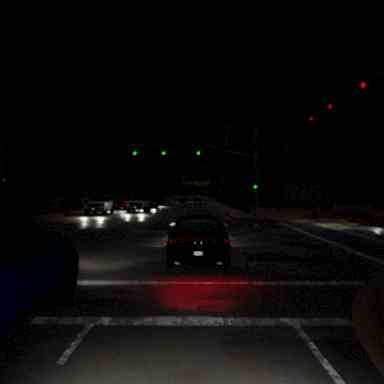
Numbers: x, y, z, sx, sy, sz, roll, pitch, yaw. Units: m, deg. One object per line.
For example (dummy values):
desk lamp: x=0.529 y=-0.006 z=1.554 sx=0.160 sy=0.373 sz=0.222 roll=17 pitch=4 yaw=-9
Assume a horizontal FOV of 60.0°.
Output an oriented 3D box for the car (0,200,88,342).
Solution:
car: x=-3.470 y=1.237 z=4.972 sx=2.150 sy=2.045 sz=5.566 roll=0 pitch=0 yaw=-2

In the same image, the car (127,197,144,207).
car: x=-9.510 y=1.661 z=56.068 sx=1.882 sy=1.535 sz=5.008 roll=0 pitch=0 yaw=1

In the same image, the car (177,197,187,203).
car: x=-2.254 y=1.774 z=75.678 sx=1.812 sy=1.442 sz=4.674 roll=0 pitch=0 yaw=1

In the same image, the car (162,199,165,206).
car: x=-5.955 y=1.758 z=59.170 sx=1.994 sy=1.385 sz=4.181 roll=0 pitch=0 yaw=0

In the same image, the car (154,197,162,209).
car: x=-6.130 y=1.513 z=49.201 sx=2.097 sy=1.767 sz=4.553 roll=0 pitch=0 yaw=1

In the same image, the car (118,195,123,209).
car: x=-9.677 y=1.371 z=45.988 sx=2.150 sy=2.045 sz=5.566 roll=0 pitch=0 yaw=1

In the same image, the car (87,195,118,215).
car: x=-9.828 y=1.337 z=35.642 sx=2.150 sy=2.045 sz=5.566 roll=0 pitch=0 yaw=-1

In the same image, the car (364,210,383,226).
car: x=14.592 y=1.557 z=22.961 sx=5.008 sy=1.535 sz=1.882 roll=0 pitch=0 yaw=1

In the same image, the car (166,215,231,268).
car: x=0.235 y=1.516 z=11.513 sx=1.882 sy=1.535 sz=5.008 roll=0 pitch=0 yaw=2

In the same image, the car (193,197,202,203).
car: x=1.250 y=1.804 z=75.985 sx=1.994 sy=1.385 sz=4.181 roll=0 pitch=0 yaw=1

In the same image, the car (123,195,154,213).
car: x=-6.260 y=1.351 z=39.512 sx=2.150 sy=2.045 sz=5.566 roll=0 pitch=0 yaw=0
